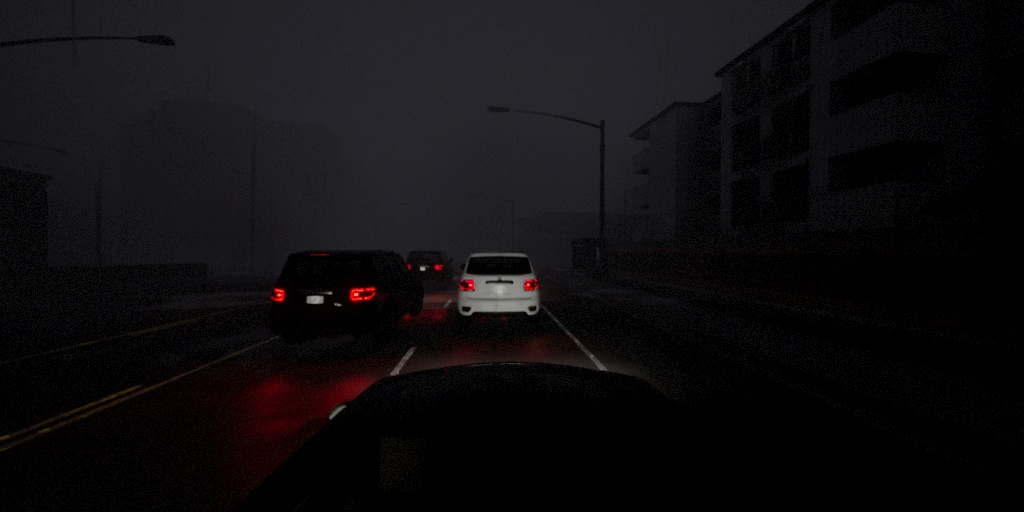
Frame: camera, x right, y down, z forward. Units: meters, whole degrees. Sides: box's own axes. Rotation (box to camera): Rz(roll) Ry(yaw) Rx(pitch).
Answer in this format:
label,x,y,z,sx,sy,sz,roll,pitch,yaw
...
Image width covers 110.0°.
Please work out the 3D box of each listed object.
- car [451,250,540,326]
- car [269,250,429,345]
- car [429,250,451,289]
label,x,y,z,sx,sy,sz,roll,pitch,yaw
car,-0.454,0.834,11.237,2.150,2.045,5.566,0,1,-3
car,-3.826,0.859,9.351,2.150,2.045,5.566,0,1,-3
car,-4.593,0.700,20.241,2.150,2.045,5.566,0,1,-4
